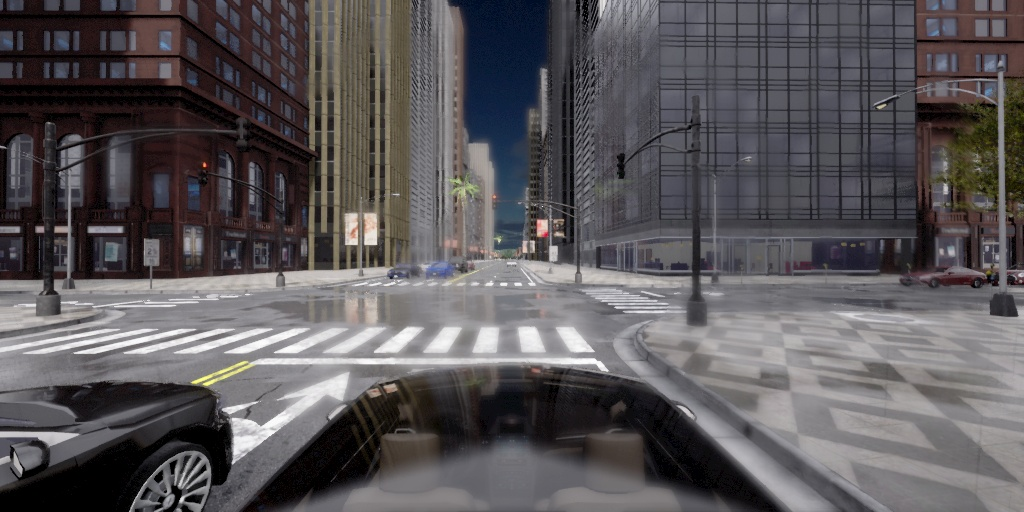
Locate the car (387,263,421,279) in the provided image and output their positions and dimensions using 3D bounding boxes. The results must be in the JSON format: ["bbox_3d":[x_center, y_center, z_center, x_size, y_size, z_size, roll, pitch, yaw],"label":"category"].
[{"bbox_3d":[-9.863,1.361,33.518,2.033,1.411,5.357,0,0,3],"label":"car"}]

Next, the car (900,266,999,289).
[{"bbox_3d":[26.435,1.275,21.994,4.207,1.307,1.802,0,0,-1],"label":"car"}]

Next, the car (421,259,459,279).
[{"bbox_3d":[-6.643,1.291,33.548,1.882,1.535,5.008,0,0,2],"label":"car"}]

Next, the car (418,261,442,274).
[{"bbox_3d":[-9.913,1.371,43.705,1.812,1.442,4.674,0,0,0],"label":"car"}]

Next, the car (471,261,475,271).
[{"bbox_3d":[-6.657,1.411,53.946,1.812,1.442,4.674,0,0,0],"label":"car"}]

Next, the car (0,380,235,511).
[{"bbox_3d":[-3.138,1.241,0.908,2.128,1.511,4.902,0,0,-1],"label":"car"}]

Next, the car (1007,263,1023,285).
[{"bbox_3d":[32.073,1.117,22.090,4.097,1.591,1.967,0,0,-1],"label":"car"}]

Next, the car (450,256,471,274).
[{"bbox_3d":[-6.659,1.067,43.656,2.150,2.045,5.566,0,0,0],"label":"car"}]
